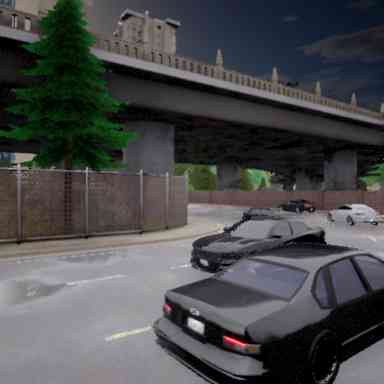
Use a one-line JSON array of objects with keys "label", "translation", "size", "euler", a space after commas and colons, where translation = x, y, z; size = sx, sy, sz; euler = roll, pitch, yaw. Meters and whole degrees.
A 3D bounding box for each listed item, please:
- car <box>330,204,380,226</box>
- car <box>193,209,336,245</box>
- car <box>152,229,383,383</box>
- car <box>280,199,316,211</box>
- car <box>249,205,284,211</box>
[{"label": "car", "translation": [11.408, 1.590, 23.652], "size": [1.812, 1.442, 4.674], "euler": [1, 0, -3]}, {"label": "car", "translation": [2.170, 1.499, 10.020], "size": [5.008, 1.535, 1.882], "euler": [0, 1, -42]}, {"label": "car", "translation": [2.029, 1.560, 5.278], "size": [5.357, 1.411, 2.033], "euler": [0, 0, -37]}, {"label": "car", "translation": [11.425, 1.587, 36.558], "size": [1.837, 1.490, 4.892], "euler": [1, -1, -22]}, {"label": "car", "translation": [3.922, 1.604, 19.179], "size": [1.994, 1.385, 4.181], "euler": [0, 0, 9]}]
